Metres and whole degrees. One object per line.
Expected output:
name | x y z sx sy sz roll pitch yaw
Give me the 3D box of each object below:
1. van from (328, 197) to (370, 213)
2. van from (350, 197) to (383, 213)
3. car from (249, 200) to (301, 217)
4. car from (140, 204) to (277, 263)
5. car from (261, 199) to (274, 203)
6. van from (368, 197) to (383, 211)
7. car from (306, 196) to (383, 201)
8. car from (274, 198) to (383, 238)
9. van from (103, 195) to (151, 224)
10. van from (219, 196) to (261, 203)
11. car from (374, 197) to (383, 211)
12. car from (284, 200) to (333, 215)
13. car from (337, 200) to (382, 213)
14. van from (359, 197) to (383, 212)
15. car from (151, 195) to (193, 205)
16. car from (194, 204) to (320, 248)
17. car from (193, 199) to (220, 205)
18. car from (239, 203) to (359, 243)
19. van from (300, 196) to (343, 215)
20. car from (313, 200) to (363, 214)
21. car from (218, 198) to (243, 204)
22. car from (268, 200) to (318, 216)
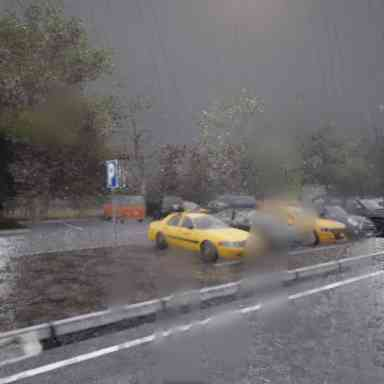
van | 19.911 1.602 42.363 1.878 1.987 4.442 1 -1 -35
van | 24.302 1.686 45.491 1.878 1.987 4.442 1 -1 -35
car | 8.462 1.649 34.345 2.097 1.535 5.008 1 -1 -35
car | 0.287 1.447 12.240 1.946 1.575 5.366 0 0 -35
car | 6.324 1.490 32.789 2.185 1.767 4.553 1 -1 -35
van | 28.684 1.846 48.899 1.878 1.987 4.442 2 -1 -35
car | 9.230 1.291 18.804 2.435 2.045 5.566 1 -1 -35
car | 6.936 1.384 17.243 2.185 1.767 4.553 1 -1 -35
van | -5.138 1.236 24.807 1.878 1.987 4.442 0 0 -35
van | 3.984 1.354 31.304 1.878 1.987 4.442 1 -1 -35
car | 31.024 1.900 50.388 2.435 2.045 5.566 2 -1 -35
car | 13.077 1.723 37.631 2.231 1.521 4.892 1 -1 -35
car | 22.094 1.863 44.068 2.097 1.535 5.008 1 -1 -35
van | 26.530 1.769 47.365 1.878 1.987 4.442 2 -1 -35
car | -2.730 1.231 26.412 2.435 2.045 5.566 0 0 -35
car | 2.431 1.463 14.002 2.231 1.521 4.892 0 0 -35
car | -0.354 1.508 27.843 1.946 1.575 5.366 1 0 -35
car | 4.688 1.482 15.611 2.097 1.535 5.008 1 0 -35
van | 15.264 1.531 39.340 1.878 1.987 4.442 1 -1 -35
car | 17.694 1.789 40.701 1.946 1.575 5.366 1 -1 -35
car | 1.796 1.546 29.594 2.231 1.521 4.892 1 -1 -35
car | 10.821 1.686 36.025 2.097 1.535 5.008 1 -1 -35
